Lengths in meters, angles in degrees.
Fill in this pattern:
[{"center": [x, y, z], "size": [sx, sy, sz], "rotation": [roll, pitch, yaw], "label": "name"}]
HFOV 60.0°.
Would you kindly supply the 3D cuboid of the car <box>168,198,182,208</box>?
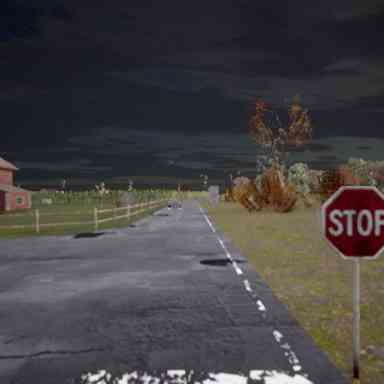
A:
[{"center": [-2.757, 1.717, 55.235], "size": [2.097, 1.767, 4.553], "rotation": [0, -1, 0], "label": "car"}]
